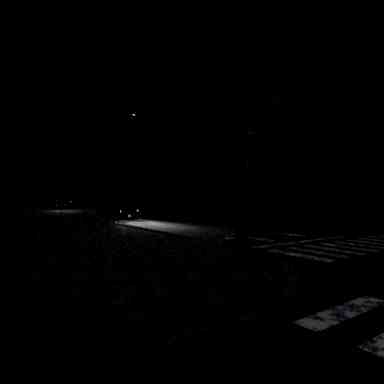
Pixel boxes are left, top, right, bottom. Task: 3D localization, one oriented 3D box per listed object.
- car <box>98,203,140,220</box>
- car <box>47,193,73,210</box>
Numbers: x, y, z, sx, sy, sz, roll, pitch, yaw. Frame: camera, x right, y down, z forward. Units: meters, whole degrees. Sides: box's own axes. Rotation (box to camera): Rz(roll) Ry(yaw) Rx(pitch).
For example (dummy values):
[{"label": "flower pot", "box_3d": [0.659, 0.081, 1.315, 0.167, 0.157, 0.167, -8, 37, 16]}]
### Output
[{"label": "car", "box_3d": [-6.156, 1.555, 27.722, 1.895, 1.301, 4.718, 1, 0, -36]}, {"label": "car", "box_3d": [-17.245, 1.214, 43.162, 2.150, 2.045, 5.566, 1, 0, -36]}]
